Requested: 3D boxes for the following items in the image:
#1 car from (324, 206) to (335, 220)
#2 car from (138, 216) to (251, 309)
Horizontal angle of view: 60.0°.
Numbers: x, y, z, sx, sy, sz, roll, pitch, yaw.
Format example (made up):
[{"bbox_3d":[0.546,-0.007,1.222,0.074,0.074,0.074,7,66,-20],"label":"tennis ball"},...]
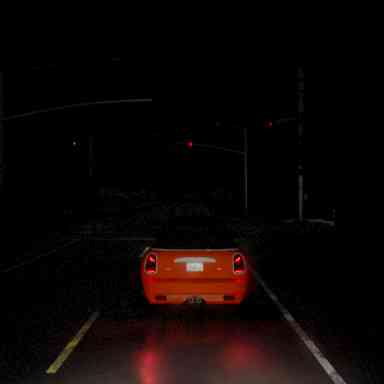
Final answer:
[{"bbox_3d":[12.619,1.333,25.557,4.553,1.767,2.097,0,0,0],"label":"car"},{"bbox_3d":[0.059,1.351,8.026,2.097,1.767,4.553,0,0,0],"label":"car"}]
